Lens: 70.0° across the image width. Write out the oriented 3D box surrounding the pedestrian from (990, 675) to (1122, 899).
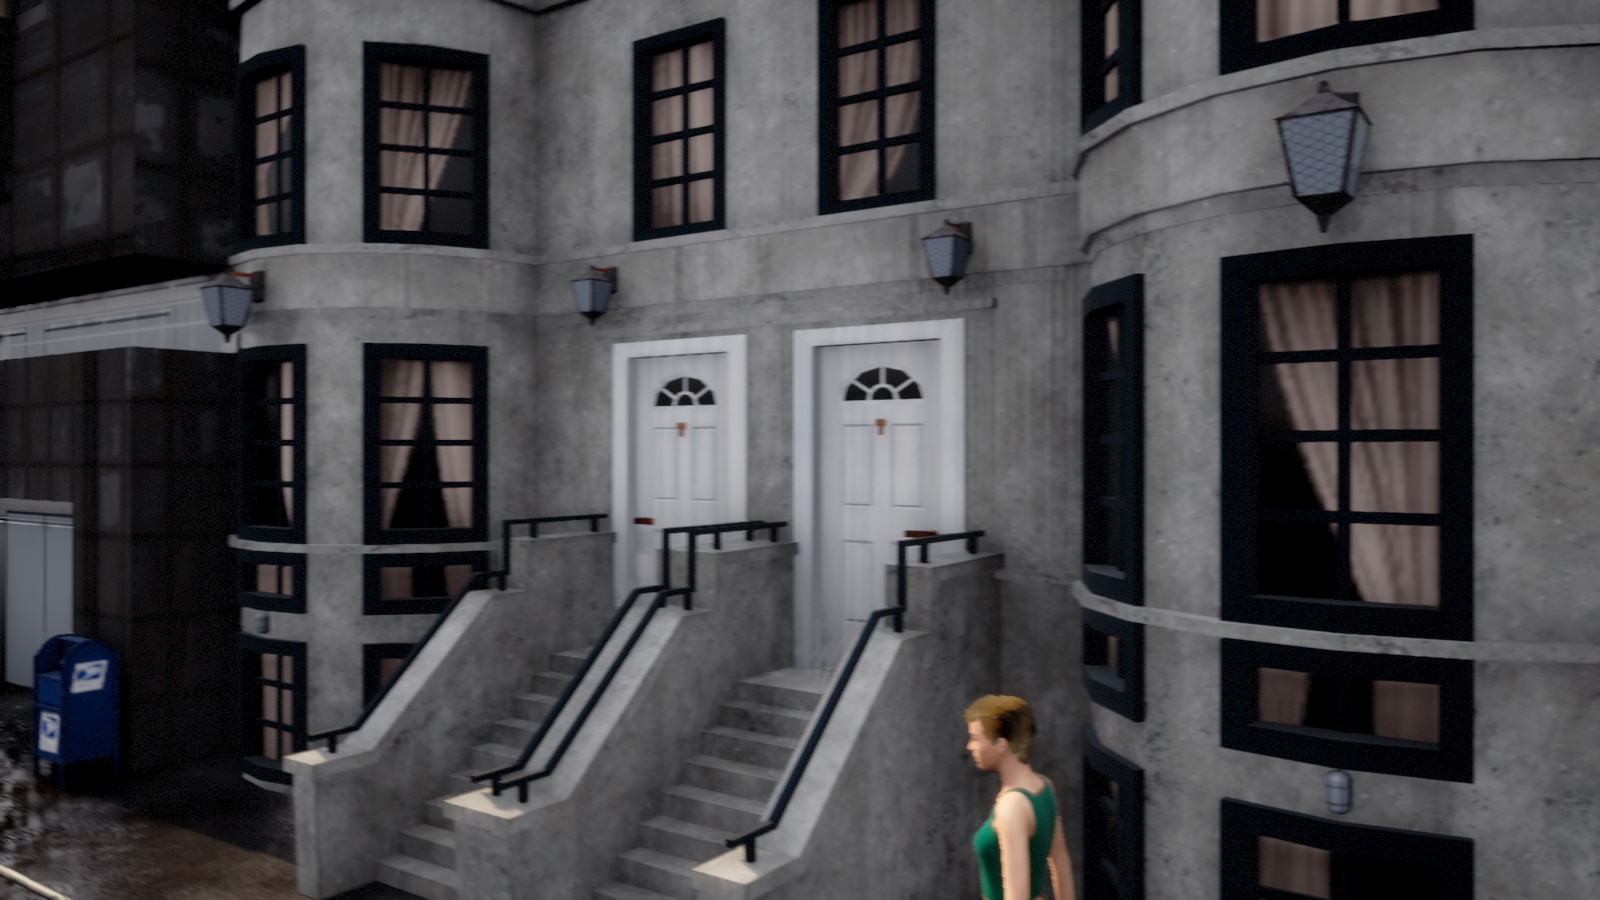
[{"bbox_3d":[0.875,1.744,3.884,0.375,1.860,0.375,0,0,24],"label":"pedestrian"}]
